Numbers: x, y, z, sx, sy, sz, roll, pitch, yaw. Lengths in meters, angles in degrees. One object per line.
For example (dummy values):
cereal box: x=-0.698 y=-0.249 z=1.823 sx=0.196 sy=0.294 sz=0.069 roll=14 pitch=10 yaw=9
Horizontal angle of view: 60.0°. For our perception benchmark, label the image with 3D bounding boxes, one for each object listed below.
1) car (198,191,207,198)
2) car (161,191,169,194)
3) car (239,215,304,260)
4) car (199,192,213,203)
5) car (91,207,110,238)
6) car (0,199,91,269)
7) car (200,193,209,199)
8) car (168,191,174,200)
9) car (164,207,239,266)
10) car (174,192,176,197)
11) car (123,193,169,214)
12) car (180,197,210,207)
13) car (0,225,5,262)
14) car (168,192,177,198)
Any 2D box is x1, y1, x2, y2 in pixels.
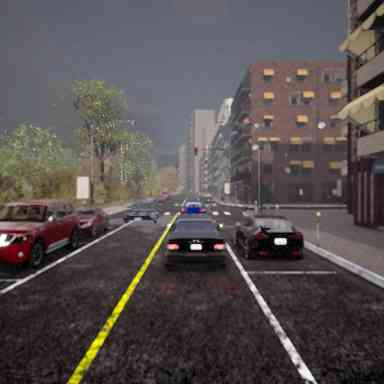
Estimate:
car: x=2.651 y=0.670 z=83.986 sx=1.967 sy=1.590 sz=4.097 roll=1 pitch=0 yaw=0
car: x=-5.257 y=1.031 z=54.775 sx=1.887 sy=1.381 sz=4.507 roll=1 pitch=1 yaw=0
car: x=2.582 y=1.452 z=11.757 sx=1.947 sy=1.339 sz=4.313 roll=1 pitch=1 yaw=0
car: x=2.624 y=1.030 z=55.572 sx=2.008 sy=1.369 sz=4.403 roll=1 pitch=1 yaw=0
car: x=-5.294 y=1.422 z=16.662 sx=1.802 sy=1.307 sz=4.206 roll=1 pitch=1 yaw=0
car: x=-5.296 y=1.208 z=11.006 sx=2.192 sy=1.841 sz=5.009 roll=1 pitch=1 yaw=0
car: x=2.639 y=0.910 z=72.621 sx=1.802 sy=1.307 sz=4.206 roll=1 pitch=1 yaw=0
car: x=-5.244 y=0.701 z=66.125 sx=2.192 sy=1.841 sz=5.009 roll=1 pitch=1 yaw=0
car: x=0.109 y=1.440 z=11.093 sx=2.033 sy=1.411 sz=5.357 roll=0 pitch=1 yaw=0
car: x=-5.239 y=0.651 z=71.801 sx=2.192 sy=1.841 sz=5.009 roll=1 pitch=1 yaw=0
car: x=-2.733 y=0.966 z=19.576 sx=2.033 sy=1.411 sz=5.357 roll=0 pitch=1 yaw=0
car: x=0.129 y=1.297 z=23.878 sx=1.812 sy=1.442 sz=4.674 roll=0 pitch=1 yaw=0
car: x=-5.304 y=1.498 z=5.355 sx=2.008 sy=1.369 sz=4.403 roll=1 pitch=1 yaw=0
car: x=-5.225 y=0.740 z=88.830 sx=2.008 sy=1.369 sz=4.403 roll=1 pitch=0 yaw=0
